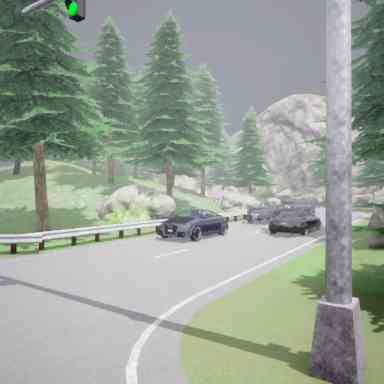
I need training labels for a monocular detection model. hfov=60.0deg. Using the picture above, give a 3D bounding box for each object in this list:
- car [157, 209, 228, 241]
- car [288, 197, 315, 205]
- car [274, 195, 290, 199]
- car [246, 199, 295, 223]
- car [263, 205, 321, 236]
[{"bbox_3d":[0.137,1.578,16.828,1.994,1.385,4.181,0,0,34],"label":"car"},{"bbox_3d":[11.299,1.519,33.617,1.837,1.490,4.892,0,0,27],"label":"car"},{"bbox_3d":[14.396,1.347,54.665,2.097,1.767,4.553,-1,1,-41],"label":"car"},{"bbox_3d":[5.749,1.506,25.038,2.128,1.511,4.902,0,0,34],"label":"car"},{"bbox_3d":[5.905,1.640,18.886,1.994,1.385,4.181,0,-1,34],"label":"car"}]
